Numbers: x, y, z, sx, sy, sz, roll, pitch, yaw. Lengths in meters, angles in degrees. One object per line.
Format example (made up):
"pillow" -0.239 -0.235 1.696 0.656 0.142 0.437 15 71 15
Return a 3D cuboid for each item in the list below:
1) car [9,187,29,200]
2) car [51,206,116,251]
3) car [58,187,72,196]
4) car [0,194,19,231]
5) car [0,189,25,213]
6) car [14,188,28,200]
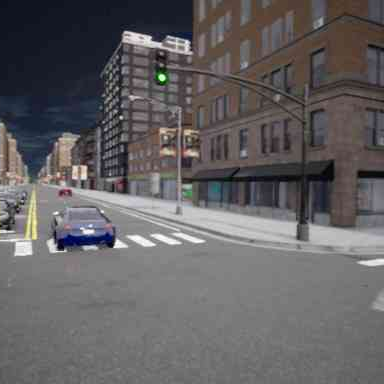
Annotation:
"car" -22.454 0.213 43.247 2.128 1.511 4.902 0 1 -25
"car" -4.249 1.222 12.716 1.994 1.385 4.181 0 1 -25
"car" -21.690 -0.102 56.872 1.882 1.535 5.008 0 1 -25
"car" -9.834 1.026 16.442 1.812 1.442 4.674 0 1 -25
"car" -13.790 0.762 24.802 1.837 1.490 4.892 0 1 -25
"car" -18.063 0.499 33.853 1.837 1.490 4.892 0 1 -25
